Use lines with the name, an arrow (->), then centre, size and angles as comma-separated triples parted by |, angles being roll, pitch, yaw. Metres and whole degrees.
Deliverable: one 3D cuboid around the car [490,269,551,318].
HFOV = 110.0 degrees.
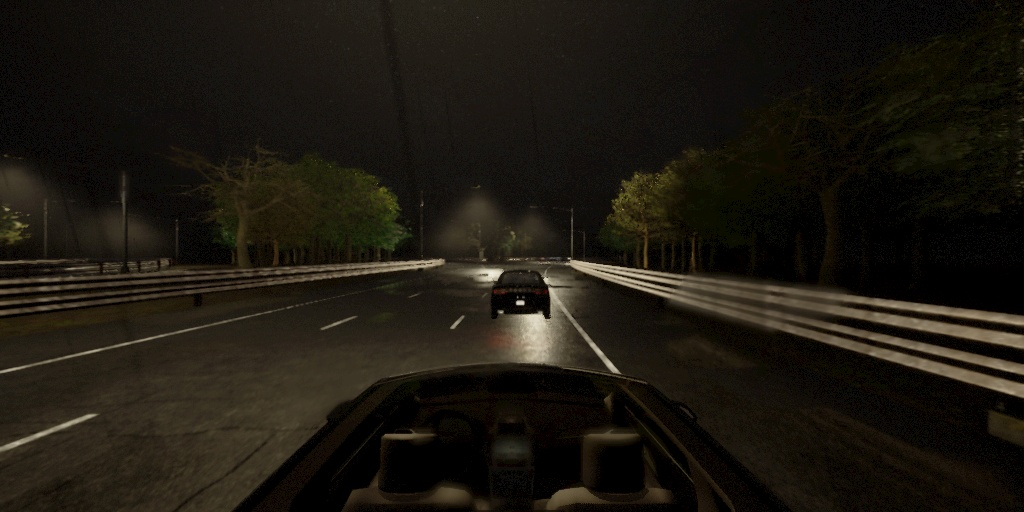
car -> 0.314, 1.216, 12.939 | 1.882, 1.535, 5.008 | 0, 0, 2
